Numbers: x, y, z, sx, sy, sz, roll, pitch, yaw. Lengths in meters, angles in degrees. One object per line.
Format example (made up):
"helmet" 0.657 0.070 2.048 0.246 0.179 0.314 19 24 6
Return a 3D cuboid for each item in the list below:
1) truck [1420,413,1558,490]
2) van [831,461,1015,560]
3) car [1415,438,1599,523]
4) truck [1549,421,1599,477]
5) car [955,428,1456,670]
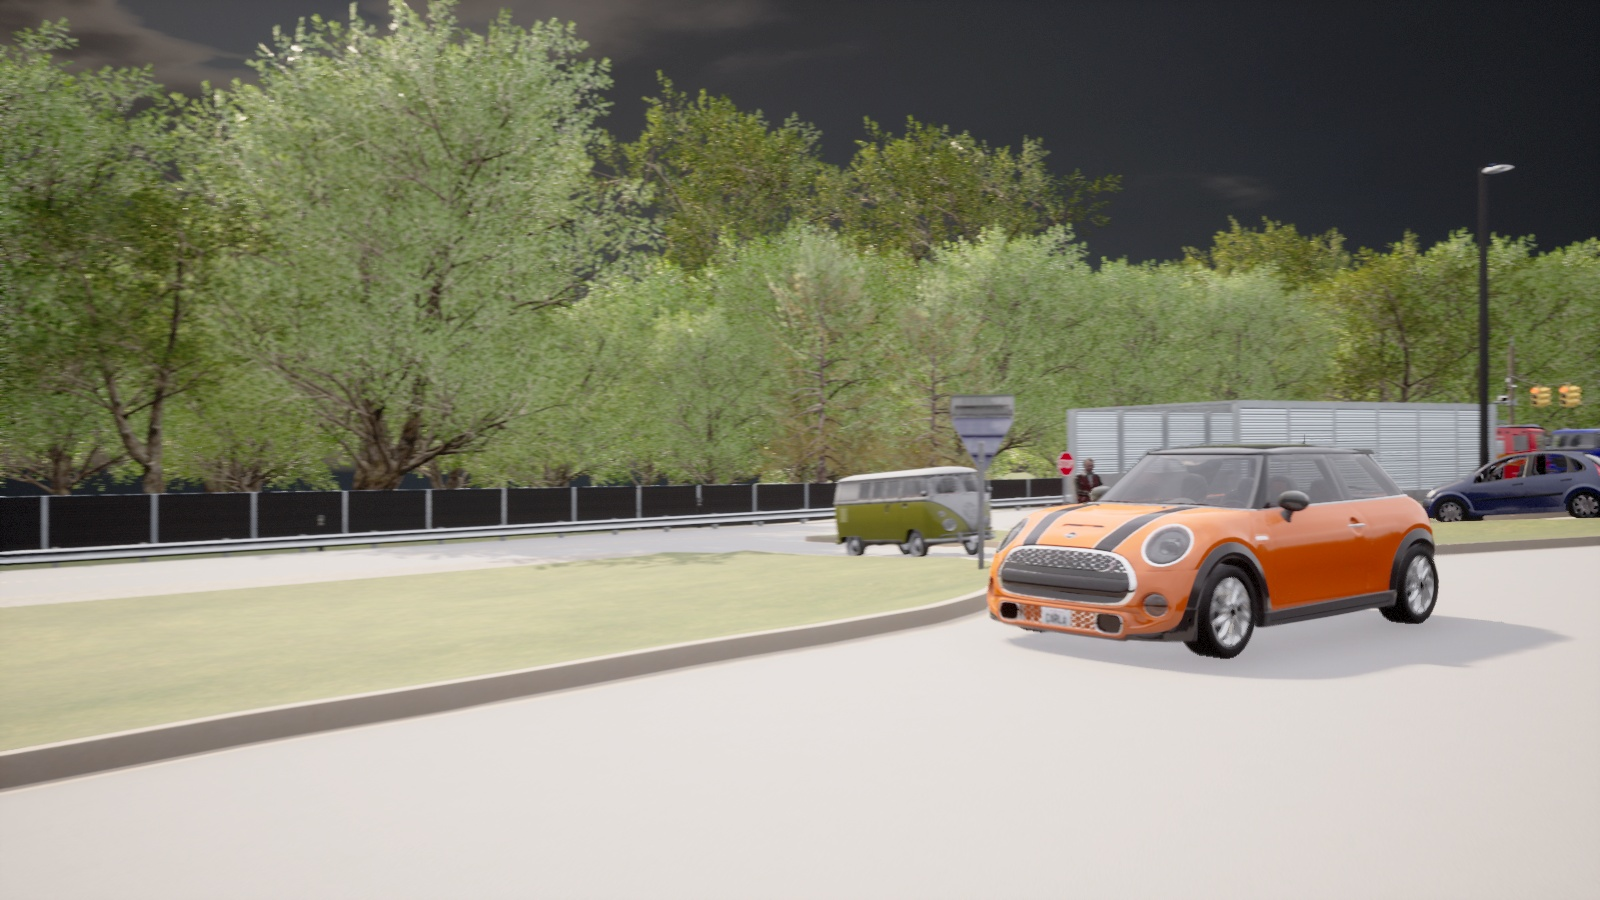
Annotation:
"truck" 36.668 0.029 66.706 8.468 3.827 2.891 -1 0 -34
"van" 2.667 1.416 28.458 1.775 1.987 4.442 -3 -3 -30
"car" 16.620 0.721 28.872 3.988 1.617 1.851 -7 -5 41
"truck" 51.888 -0.146 81.007 7.936 3.462 2.891 -1 0 -33
"car" 3.785 0.707 11.378 4.553 1.767 2.097 -1 0 -38
